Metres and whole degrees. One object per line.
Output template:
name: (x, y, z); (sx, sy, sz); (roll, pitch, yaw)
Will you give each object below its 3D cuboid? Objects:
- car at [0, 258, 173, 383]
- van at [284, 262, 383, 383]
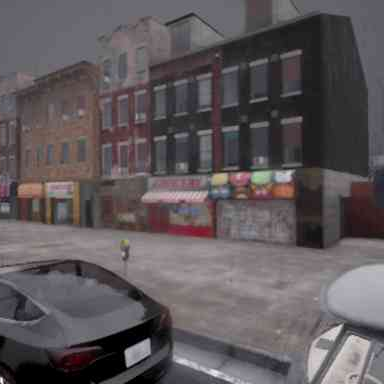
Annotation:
car: (-2.209, 1.571, 4.388); (4.313, 1.339, 1.947); (0, -1, 35)
van: (2.279, 1.340, 1.202); (3.998, 1.788, 1.690); (0, -1, 35)
